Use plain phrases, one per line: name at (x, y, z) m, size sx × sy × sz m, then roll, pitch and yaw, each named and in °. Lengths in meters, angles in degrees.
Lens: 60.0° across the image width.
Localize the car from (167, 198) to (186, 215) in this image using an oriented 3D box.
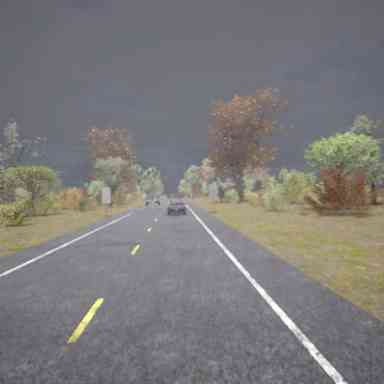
car at (-1.609, 1.531, 34.751) m, size 2.128 × 1.511 × 4.902 m, roll -2°, pitch 0°, yaw -3°

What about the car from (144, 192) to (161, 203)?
car at (-5.908, 1.052, 50.151) m, size 2.150 × 2.045 × 5.566 m, roll -2°, pitch 0°, yaw -3°

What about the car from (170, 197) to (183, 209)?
car at (-2.250, 1.579, 48.319) m, size 1.837 × 1.490 × 4.892 m, roll -2°, pitch 0°, yaw -2°
